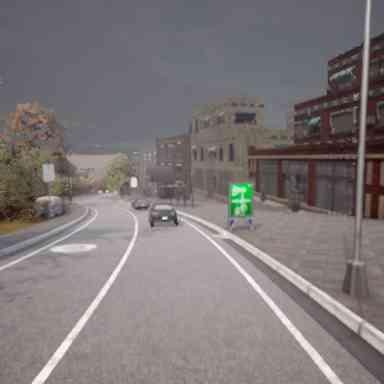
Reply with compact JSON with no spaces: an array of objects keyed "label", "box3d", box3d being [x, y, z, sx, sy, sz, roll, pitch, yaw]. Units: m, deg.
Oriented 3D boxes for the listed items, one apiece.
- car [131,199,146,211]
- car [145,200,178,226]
[{"label":"car","box3d":[-6.442,1.516,41.492,1.994,1.385,4.181,-2,0,-17]},{"label":"car","box3d":[-2.080,1.470,23.147,1.812,1.442,4.674,-1,0,-9]}]
